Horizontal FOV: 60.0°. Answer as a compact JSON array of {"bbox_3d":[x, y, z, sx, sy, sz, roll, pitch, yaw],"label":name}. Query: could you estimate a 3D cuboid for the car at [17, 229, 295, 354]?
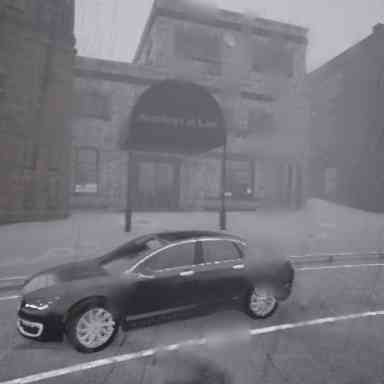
[{"bbox_3d":[-0.402,1.485,6.019,4.892,1.490,1.837,0,-1,-25],"label":"car"}]
